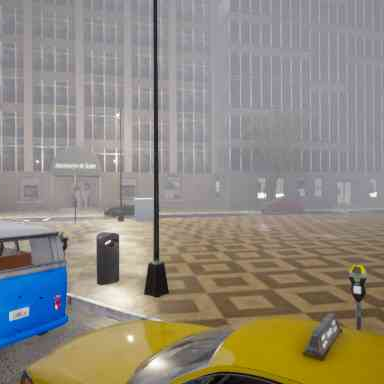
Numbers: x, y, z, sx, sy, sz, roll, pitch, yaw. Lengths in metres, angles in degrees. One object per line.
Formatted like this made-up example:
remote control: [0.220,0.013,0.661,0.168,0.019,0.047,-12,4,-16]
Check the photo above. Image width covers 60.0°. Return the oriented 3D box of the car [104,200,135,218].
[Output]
car: [-5.175,1.396,27.516,4.181,1.385,1.994,0,0,-14]

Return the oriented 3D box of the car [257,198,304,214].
car: [8.225,1.293,30.857,4.181,1.385,1.994,0,0,-14]

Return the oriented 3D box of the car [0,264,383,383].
car: [0.627,1.525,2.279,4.829,1.417,1.752,0,0,35]

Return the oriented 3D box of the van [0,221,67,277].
van: [-3.745,1.343,5.387,3.998,1.788,1.690,0,0,35]
